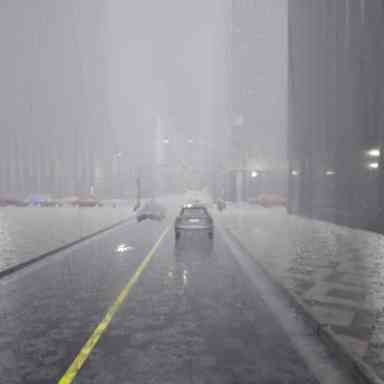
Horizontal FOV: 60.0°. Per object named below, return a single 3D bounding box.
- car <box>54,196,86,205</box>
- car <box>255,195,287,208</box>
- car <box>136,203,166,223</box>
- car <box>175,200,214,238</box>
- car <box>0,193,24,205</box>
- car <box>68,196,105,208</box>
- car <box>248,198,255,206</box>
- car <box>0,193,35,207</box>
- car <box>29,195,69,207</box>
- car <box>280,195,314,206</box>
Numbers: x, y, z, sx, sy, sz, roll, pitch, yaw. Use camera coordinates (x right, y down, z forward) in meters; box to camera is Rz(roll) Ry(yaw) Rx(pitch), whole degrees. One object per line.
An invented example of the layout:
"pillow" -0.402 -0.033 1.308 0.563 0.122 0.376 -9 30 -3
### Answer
"car" -20.604 1.413 56.409 4.829 1.417 1.752 0 1 0
"car" 12.142 1.480 47.966 5.009 1.841 2.192 0 1 0
"car" -3.049 1.546 25.929 2.033 1.411 5.357 0 0 1
"car" 0.106 1.422 17.747 2.033 1.649 4.856 0 0 0
"car" -31.483 1.159 56.381 5.009 1.841 2.192 0 1 0
"car" -14.899 1.587 47.899 4.507 1.381 1.887 0 1 0
"car" 12.131 1.350 56.490 5.009 1.841 2.192 0 1 0
"car" -25.949 1.312 47.866 5.009 1.841 2.192 0 1 0
"car" -20.425 1.570 47.883 4.403 1.369 2.008 0 1 0
"car" 17.774 1.378 56.505 5.009 1.841 2.192 0 1 0
